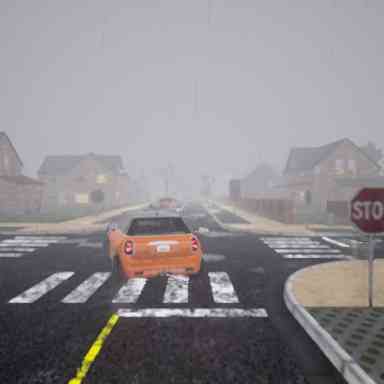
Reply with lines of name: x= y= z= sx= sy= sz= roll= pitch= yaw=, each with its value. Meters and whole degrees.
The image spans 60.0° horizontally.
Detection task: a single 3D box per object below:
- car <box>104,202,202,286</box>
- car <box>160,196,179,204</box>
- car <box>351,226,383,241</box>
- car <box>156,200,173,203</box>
car: x=-1.327 y=1.341 z=9.773 sx=2.097 sy=1.767 sz=4.553 roll=0 pitch=0 yaw=-18
car: x=-2.846 y=1.344 z=37.194 sx=2.097 sy=1.767 sz=4.553 roll=0 pitch=0 yaw=0
car: x=10.374 y=1.581 z=15.339 sx=5.357 sy=1.411 sz=2.033 roll=0 pitch=0 yaw=2
car: x=-2.852 y=1.579 z=27.280 sx=1.895 sy=1.301 sz=4.718 roll=0 pitch=0 yaw=0
